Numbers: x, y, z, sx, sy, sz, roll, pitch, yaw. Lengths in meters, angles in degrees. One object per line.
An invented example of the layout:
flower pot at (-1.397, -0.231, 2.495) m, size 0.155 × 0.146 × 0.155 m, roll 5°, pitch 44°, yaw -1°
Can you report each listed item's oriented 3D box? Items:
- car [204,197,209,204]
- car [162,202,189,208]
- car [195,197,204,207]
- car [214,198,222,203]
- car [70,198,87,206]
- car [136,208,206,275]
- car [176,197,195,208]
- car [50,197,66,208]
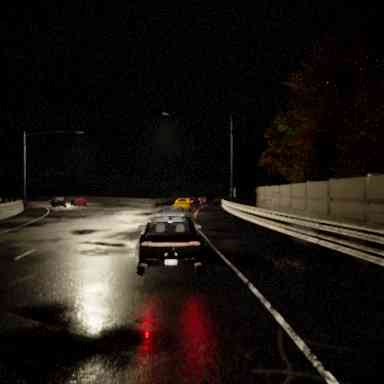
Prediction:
car at (2.056, 1.627, 62.726) m, size 1.895 × 1.301 × 4.718 m, roll 0°, pitch 0°, yaw 10°
car at (-1.366, 1.610, 23.432) m, size 1.895 × 1.301 × 4.718 m, roll 0°, pitch 0°, yaw -2°
car at (0.160, 1.507, 51.587) m, size 2.128 × 1.511 × 4.902 m, roll 0°, pitch 0°, yaw 8°
car at (7.059, 2.394, 90.593) m, size 1.882 × 1.535 × 5.008 m, roll 0°, pitch -4°, yaw 12°
car at (-18.593, 1.609, 54.343) m, size 1.994 × 1.385 × 4.181 m, roll 0°, pitch 0°, yaw -30°
car at (-0.680, 1.497, 10.550) m, size 2.128 × 1.511 × 4.902 m, roll 0°, pitch 0°, yaw -4°
car at (-1.001, 1.492, 39.992) m, size 1.882 × 1.535 × 5.008 m, roll 0°, pitch 0°, yaw 4°
car at (-20.174, 1.538, 50.062) m, size 2.128 × 1.511 × 4.902 m, roll 0°, pitch 0°, yaw -28°
